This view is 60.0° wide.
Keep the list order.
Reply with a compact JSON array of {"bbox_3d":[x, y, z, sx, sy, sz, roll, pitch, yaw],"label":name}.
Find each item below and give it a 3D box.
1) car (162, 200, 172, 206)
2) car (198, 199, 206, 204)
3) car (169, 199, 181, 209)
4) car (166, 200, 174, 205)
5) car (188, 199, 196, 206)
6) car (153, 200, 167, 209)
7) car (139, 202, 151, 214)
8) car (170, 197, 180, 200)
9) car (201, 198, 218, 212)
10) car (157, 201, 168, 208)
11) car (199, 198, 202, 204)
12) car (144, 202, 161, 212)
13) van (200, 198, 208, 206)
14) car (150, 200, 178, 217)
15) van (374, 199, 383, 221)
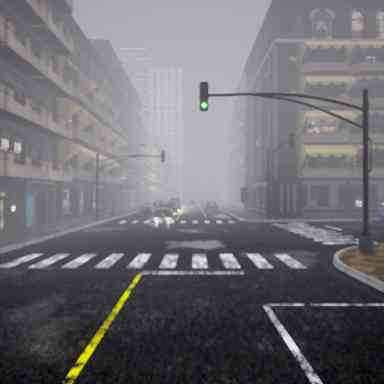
[{"bbox_3d":[-5.634,2.457,75.355,1.752,1.417,4.829,-1,-1,0],"label":"car"},{"bbox_3d":[2.761,2.696,92.095,1.887,1.381,4.507,-1,-1,0],"label":"car"},{"bbox_3d":[-3.056,2.141,47.433,1.994,1.385,4.181,0,-1,0],"label":"car"},{"bbox_3d":[-5.623,2.660,86.580,1.802,1.307,4.206,-1,-1,0],"label":"car"},{"bbox_3d":[0.065,2.429,76.802,1.882,1.535,5.008,0,-1,0],"label":"car"},{"bbox_3d":[-5.649,2.162,58.944,1.967,1.590,4.097,-1,-1,0],"label":"car"},{"bbox_3d":[-5.662,2.064,42.361,2.008,1.369,4.403,0,-1,0],"label":"car"},{"bbox_3d":[-3.020,1.932,58.008,2.150,2.045,5.566,0,-1,1],"label":"car"},{"bbox_3d":[2.722,2.023,47.877,1.967,1.590,4.097,-1,-1,0],"label":"car"},{"bbox_3d":[-5.643,2.374,64.470,1.802,1.307,4.206,-1,-1,0],"label":"car"},{"bbox_3d":[2.737,2.344,64.457,2.008,1.369,4.403,-1,-1,0],"label":"car"},{"bbox_3d":[-5.658,2.149,47.887,1.947,1.339,4.313,0,-1,0],"label":"car"},{"bbox_3d":[2.745,2.276,75.515,1.690,1.788,3.998,-1,-1,0],"label":"van"},{"bbox_3d":[-3.067,2.001,37.550,2.033,1.411,5.357,0,-1,0],"label":"car"},{"bbox_3d":[15.661,1.328,24.444,3.998,1.788,1.690,-1,1,-1],"label":"van"}]
